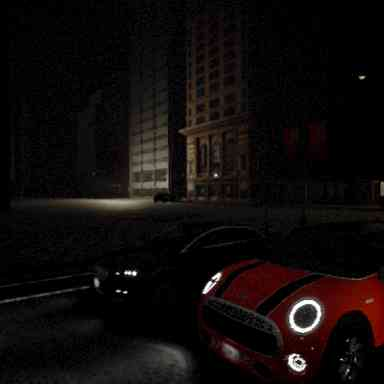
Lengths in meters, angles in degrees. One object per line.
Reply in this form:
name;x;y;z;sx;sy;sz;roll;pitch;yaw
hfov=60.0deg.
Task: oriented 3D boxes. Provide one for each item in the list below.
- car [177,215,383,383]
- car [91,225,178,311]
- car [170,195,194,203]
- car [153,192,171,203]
car;2.289;1.313;5.310;4.553;1.767;2.097;-1;0;-35
car;0.175;1.456;7.796;4.902;1.511;2.128;0;0;-35
car;-1.608;1.446;63.500;1.895;1.301;4.718;0;0;-35
car;-5.299;1.087;63.457;2.150;2.045;5.566;0;0;-35
